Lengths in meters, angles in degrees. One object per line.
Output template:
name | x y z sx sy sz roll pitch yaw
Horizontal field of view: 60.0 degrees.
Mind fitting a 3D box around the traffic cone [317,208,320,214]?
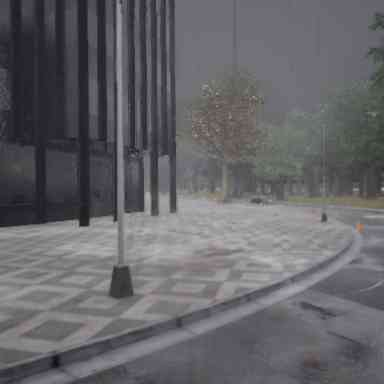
traffic cone | 12.531 1.887 32.999 0.340 0.580 0.340 -1 1 -1

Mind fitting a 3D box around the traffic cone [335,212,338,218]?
traffic cone | 12.293 1.949 28.349 0.340 0.580 0.340 -1 1 7

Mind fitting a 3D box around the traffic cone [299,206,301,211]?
traffic cone | 12.183 1.832 37.642 0.340 0.580 0.340 -1 1 -8

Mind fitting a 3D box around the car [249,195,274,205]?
car | 10.562 1.219 50.642 2.128 1.511 4.902 -1 1 -21

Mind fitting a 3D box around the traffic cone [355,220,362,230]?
traffic cone | 10.312 2.036 20.603 0.340 0.580 0.340 -1 0 38
